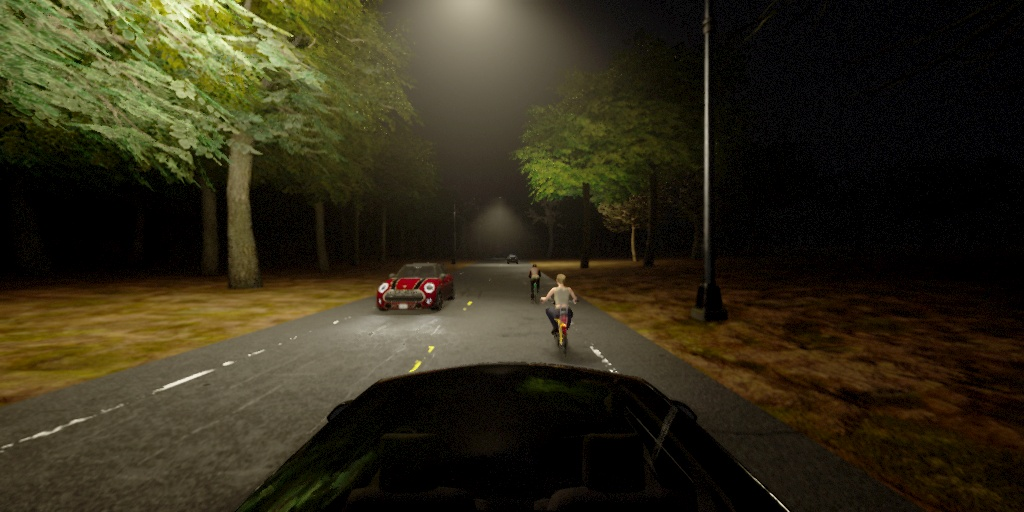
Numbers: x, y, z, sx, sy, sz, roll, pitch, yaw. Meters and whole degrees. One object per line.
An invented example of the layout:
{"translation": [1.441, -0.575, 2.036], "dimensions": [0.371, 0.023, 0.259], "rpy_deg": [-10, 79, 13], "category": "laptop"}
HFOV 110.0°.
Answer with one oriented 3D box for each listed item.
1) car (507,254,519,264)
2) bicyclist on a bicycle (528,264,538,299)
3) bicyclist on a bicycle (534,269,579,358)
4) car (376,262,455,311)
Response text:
{"translation": [0.116, 0.599, 62.484], "dimensions": [2.128, 1.511, 4.902], "rpy_deg": [0, 1, 0], "category": "car"}
{"translation": [0.968, 1.158, 15.105], "dimensions": [0.582, 1.620, 1.656], "rpy_deg": [0, 0, 0], "category": "bicyclist on a bicycle"}
{"translation": [1.007, 1.173, 7.480], "dimensions": [0.866, 1.612, 1.509], "rpy_deg": [0, 0, 0], "category": "bicyclist on a bicycle"}
{"translation": [-3.597, 1.062, 14.103], "dimensions": [2.097, 1.767, 4.553], "rpy_deg": [0, 0, 0], "category": "car"}
